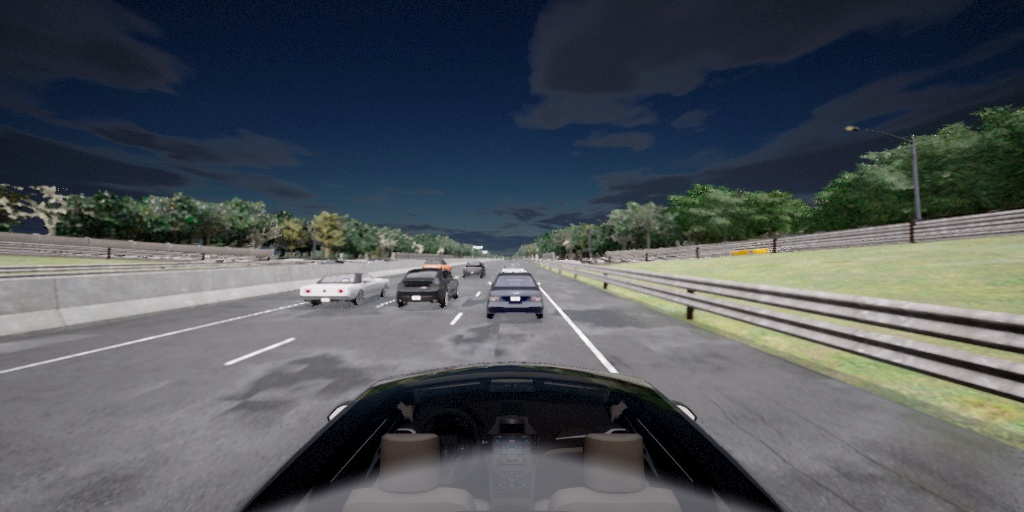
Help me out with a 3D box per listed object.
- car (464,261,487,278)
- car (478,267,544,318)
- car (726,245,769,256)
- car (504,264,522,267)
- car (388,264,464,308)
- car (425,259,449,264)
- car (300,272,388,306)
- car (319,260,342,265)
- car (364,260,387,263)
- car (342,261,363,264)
[{"bbox_3d":[-3.412,1.225,33.379,2.128,1.511,4.902,0,0,0],"label":"car"},{"bbox_3d":[0.096,1.287,12.912,2.033,1.411,5.357,0,0,0],"label":"car"},{"bbox_3d":[28.602,-0.542,43.832,1.882,1.535,5.008,0,-4,-13],"label":"car"},{"bbox_3d":[0.083,1.334,31.792,1.895,1.301,4.718,0,0,0],"label":"car"},{"bbox_3d":[-3.405,1.242,15.176,1.837,1.490,4.892,0,0,0],"label":"car"},{"bbox_3d":[-6.912,1.085,33.137,2.097,1.767,4.553,0,0,0],"label":"car"},{"bbox_3d":[-6.905,1.338,15.501,1.895,1.301,4.718,0,0,0],"label":"car"},{"bbox_3d":[-24.590,1.250,49.075,1.837,1.490,4.892,0,0,0],"label":"car"},{"bbox_3d":[-17.597,1.269,47.639,1.812,1.442,4.674,0,0,0],"label":"car"},{"bbox_3d":[-21.090,1.346,49.640,1.895,1.301,4.718,0,0,0],"label":"car"}]
